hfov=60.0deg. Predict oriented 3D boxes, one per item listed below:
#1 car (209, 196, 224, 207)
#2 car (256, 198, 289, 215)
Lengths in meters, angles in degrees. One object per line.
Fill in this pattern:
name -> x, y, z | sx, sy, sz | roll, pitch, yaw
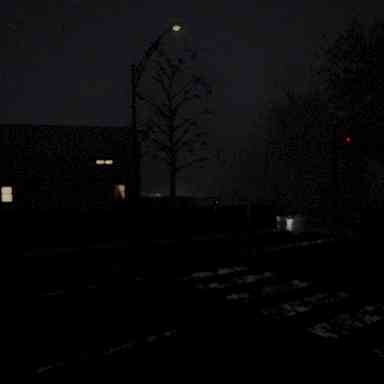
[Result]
car -> 3.607, 1.346, 49.110 | 1.837, 1.490, 4.892 | -1, 0, -15
car -> 7.765, 1.429, 33.222 | 1.882, 1.535, 5.008 | -1, 1, -15
